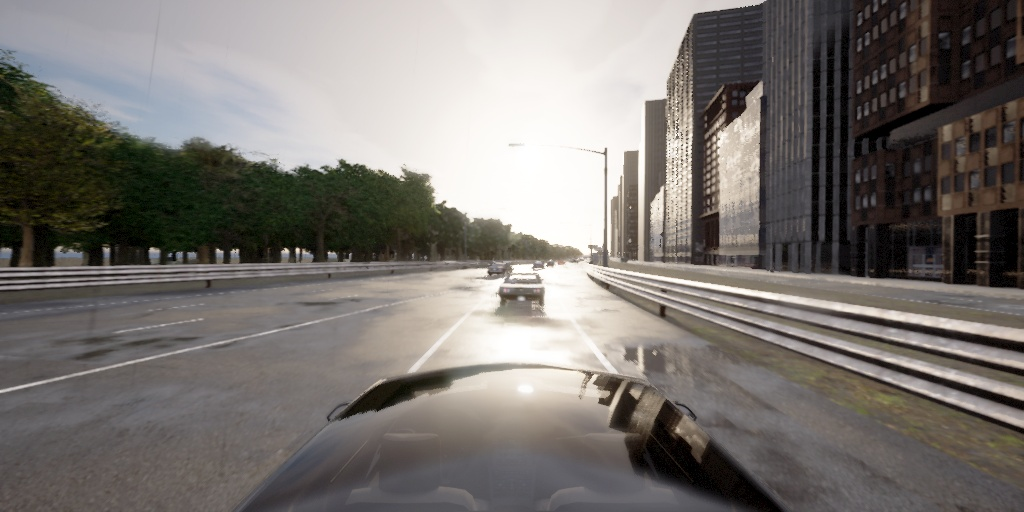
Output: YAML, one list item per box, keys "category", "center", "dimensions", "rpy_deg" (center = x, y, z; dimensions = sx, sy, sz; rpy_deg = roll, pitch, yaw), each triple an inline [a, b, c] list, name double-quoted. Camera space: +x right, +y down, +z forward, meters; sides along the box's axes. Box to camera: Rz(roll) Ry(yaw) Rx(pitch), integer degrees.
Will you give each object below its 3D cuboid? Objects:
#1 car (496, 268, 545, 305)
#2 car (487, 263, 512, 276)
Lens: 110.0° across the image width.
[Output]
- category: "car"
  center: [0.541, 1.412, 16.444]
  dimensions: [1.895, 1.301, 4.718]
  rpy_deg: [0, 0, 4]
- category: "car"
  center: [-1.226, 1.465, 38.984]
  dimensions: [2.033, 1.411, 5.357]
  rpy_deg: [0, 0, 13]
